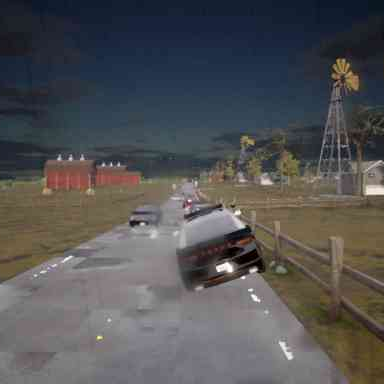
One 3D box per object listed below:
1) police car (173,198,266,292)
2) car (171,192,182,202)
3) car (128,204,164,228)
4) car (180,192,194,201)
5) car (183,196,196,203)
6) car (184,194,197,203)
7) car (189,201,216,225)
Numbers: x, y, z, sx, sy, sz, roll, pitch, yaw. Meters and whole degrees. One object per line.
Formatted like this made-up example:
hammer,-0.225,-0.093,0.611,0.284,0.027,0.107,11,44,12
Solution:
police car,0.529,1.199,9.227,1.930,1.638,5.238,-18,3,0
car,-3.077,1.256,64.138,1.895,1.301,4.718,0,1,0
car,-2.948,1.518,22.425,2.033,1.411,5.357,0,0,0
car,-0.195,1.237,47.063,2.097,1.767,4.553,0,0,0
car,0.667,1.308,19.108,2.097,1.767,4.553,-1,0,0
car,-0.269,1.209,60.581,2.128,1.511,4.902,0,1,0
car,0.714,1.471,25.149,1.837,1.490,4.892,0,0,0
